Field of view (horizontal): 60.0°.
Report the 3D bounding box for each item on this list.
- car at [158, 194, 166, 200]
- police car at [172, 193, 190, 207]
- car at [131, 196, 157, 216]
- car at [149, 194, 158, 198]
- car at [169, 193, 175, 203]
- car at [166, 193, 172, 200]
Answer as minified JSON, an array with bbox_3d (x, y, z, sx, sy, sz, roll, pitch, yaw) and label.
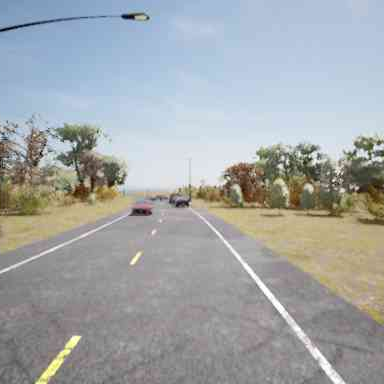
[{"bbox_3d":[-7.055,1.317,83.190,1.994,1.385,4.181,0,0,-10],"label":"car"},{"bbox_3d":[-1.478,1.381,49.405,1.930,1.638,5.238,0,0,-6],"label":"police car"},{"bbox_3d":[-4.736,1.458,32.323,1.882,1.535,5.008,0,0,-4],"label":"car"},{"bbox_3d":[-9.124,1.455,73.672,1.994,1.385,4.181,0,0,-9],"label":"car"},{"bbox_3d":[-2.573,1.446,59.290,1.837,1.490,4.892,0,0,-7],"label":"car"},{"bbox_3d":[-3.342,1.152,65.306,2.150,2.045,5.566,0,0,-8],"label":"car"}]
